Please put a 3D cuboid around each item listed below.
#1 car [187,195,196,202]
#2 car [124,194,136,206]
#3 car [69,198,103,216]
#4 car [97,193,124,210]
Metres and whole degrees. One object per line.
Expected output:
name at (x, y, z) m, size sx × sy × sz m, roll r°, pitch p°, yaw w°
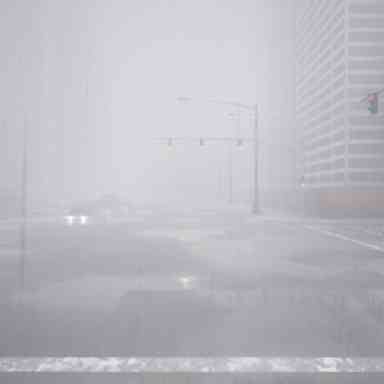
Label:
car at (0.023, 1.495, 73.287) m, size 1.812 × 1.442 × 4.674 m, roll 0°, pitch 0°, yaw 0°
car at (-10.511, 1.526, 52.937) m, size 2.033 × 1.411 × 5.357 m, roll 0°, pitch 0°, yaw 1°
car at (-10.588, 1.550, 32.900) m, size 1.994 × 1.385 × 4.181 m, roll 0°, pitch 0°, yaw 0°
car at (-10.577, 1.204, 42.248) m, size 2.150 × 2.045 × 5.566 m, roll 0°, pitch 0°, yaw 0°
